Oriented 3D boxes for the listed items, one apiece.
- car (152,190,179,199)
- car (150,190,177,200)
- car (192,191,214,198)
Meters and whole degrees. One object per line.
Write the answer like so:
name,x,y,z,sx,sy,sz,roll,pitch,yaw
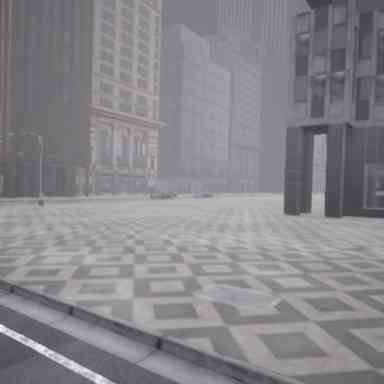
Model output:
car,-4.779,0.420,60.055,2.128,1.511,4.902,3,2,35
car,-4.840,0.554,54.655,2.128,1.511,4.902,3,1,35
car,2.182,0.554,64.723,2.033,1.411,5.357,3,2,35
